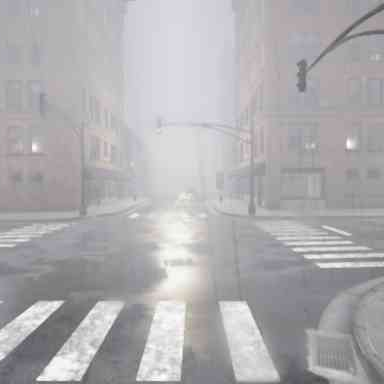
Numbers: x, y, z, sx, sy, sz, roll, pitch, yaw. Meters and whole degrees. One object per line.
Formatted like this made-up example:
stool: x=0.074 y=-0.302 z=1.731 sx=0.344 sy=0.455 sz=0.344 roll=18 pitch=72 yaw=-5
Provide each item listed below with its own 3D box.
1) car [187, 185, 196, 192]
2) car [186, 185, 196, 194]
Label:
car: x=-0.171 y=-0.755 z=70.100 sx=1.895 sy=1.301 sz=4.718 roll=0 pitch=2 yaw=0
car: x=-0.146 y=-0.309 z=59.656 sx=2.033 sy=1.411 sz=5.357 roll=0 pitch=2 yaw=0
